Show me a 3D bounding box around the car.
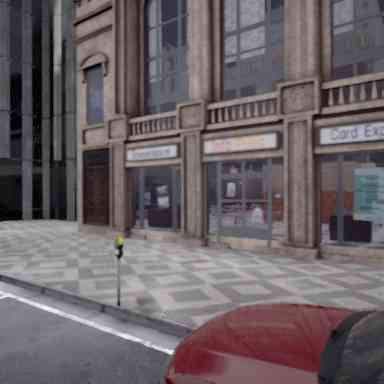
[{"bbox_3d":[2.031,1.311,1.515,5.009,1.841,2.192,0,0,35],"label":"car"}]
